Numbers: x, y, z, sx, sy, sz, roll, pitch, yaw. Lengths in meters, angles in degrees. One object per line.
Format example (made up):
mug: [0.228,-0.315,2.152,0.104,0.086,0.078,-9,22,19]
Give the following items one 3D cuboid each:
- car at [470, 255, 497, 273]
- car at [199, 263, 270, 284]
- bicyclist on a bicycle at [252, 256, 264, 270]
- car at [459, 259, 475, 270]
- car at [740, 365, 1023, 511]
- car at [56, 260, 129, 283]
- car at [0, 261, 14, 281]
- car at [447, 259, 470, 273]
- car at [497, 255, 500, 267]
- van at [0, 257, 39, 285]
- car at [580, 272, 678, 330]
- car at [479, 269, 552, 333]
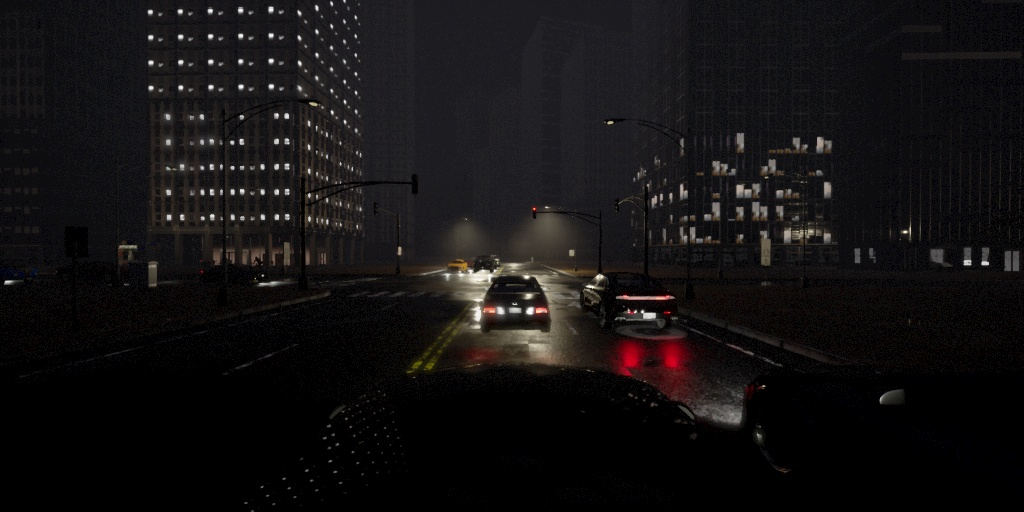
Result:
car: [-3.302,0.937,42.942,2.150,2.045,5.566,0,0,0]
car: [-19.961,1.227,25.903,4.181,1.385,1.994,0,0,1]
bicyclist on a bicycle: [-24.667,0.868,34.762,0.582,1.620,1.656,0,1,1]
car: [-6.538,1.223,52.677,1.812,1.442,4.674,0,0,0]
car: [3.354,1.314,1.988,1.994,1.385,4.181,0,0,0]
car: [-30.053,1.093,26.166,5.008,1.535,1.882,0,0,2]
car: [-40.295,1.093,26.451,4.674,1.442,1.812,0,0,2]
car: [-6.550,1.193,43.265,1.882,1.535,5.008,0,0,0]
car: [-3.289,1.048,52.896,2.097,1.767,4.553,0,0,0]
van: [-33.910,0.960,23.682,3.998,1.789,1.690,0,0,1]
car: [3.356,1.238,11.145,2.128,1.511,4.902,0,0,0]
car: [0.109,1.294,10.732,2.033,1.411,5.357,0,0,1]
